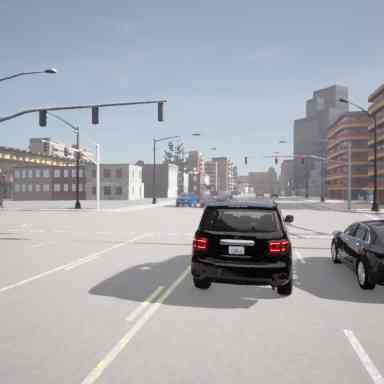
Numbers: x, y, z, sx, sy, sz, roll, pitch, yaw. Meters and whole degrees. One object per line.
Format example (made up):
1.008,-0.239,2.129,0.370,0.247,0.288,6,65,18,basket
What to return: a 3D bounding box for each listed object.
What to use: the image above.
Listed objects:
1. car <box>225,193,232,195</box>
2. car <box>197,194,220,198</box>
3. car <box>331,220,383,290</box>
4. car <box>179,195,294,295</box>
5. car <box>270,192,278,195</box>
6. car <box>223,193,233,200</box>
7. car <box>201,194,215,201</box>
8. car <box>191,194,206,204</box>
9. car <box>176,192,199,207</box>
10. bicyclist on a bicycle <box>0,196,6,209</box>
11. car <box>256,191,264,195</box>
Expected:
6.034,1.091,64.244,1.837,1.490,4.892,0,1,12,car
2.328,1.381,46.057,1.837,1.490,4.892,0,1,11,car
5.095,1.505,8.918,1.837,1.490,4.892,0,0,11,car
1.534,1.221,9.038,2.150,2.045,5.566,0,0,14,car
20.857,0.743,84.464,2.033,1.411,5.357,0,1,11,car
8.084,0.926,74.198,1.812,1.442,4.674,0,1,11,car
3.297,1.075,68.204,2.033,1.411,5.357,0,1,12,car
1.159,1.217,57.940,1.837,1.490,4.892,0,1,11,car
-0.753,1.079,48.463,2.150,2.045,5.566,0,1,12,car
-23.840,1.303,41.444,0.582,1.620,1.656,0,0,10,bicyclist on a bicycle
17.423,0.559,85.141,2.097,1.767,4.553,0,1,11,car
